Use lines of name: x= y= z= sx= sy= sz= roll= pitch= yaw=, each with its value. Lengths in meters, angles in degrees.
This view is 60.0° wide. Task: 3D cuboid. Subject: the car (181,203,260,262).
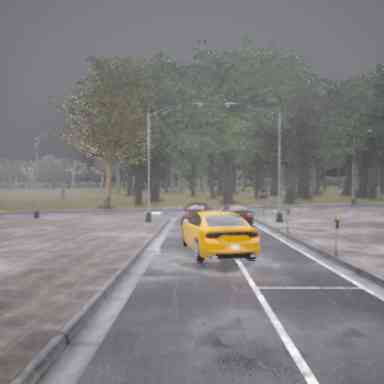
car: x=0.815 y=1.400 z=11.908 sx=1.882 sy=1.535 sz=5.008 roll=0 pitch=0 yaw=-10

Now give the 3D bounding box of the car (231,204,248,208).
car: x=2.801 y=1.409 z=21.272 sx=1.887 sy=1.381 sz=4.507 roll=-1 pitch=0 yaw=0
